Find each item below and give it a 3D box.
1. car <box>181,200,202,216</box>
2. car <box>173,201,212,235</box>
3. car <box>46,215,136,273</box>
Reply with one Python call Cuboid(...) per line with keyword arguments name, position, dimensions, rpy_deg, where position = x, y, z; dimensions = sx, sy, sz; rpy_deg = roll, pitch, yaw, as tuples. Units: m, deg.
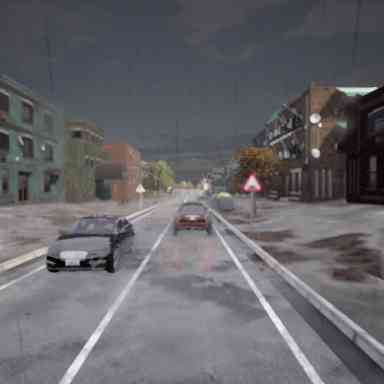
Cuboid(name="car", position=(-0.031, 1.589, 34.575), dimensions=(2.033, 1.411, 5.357), rpy_deg=(0, 0, 0))
Cuboid(name="car", position=(0.027, 1.394, 19.393), dimensions=(2.097, 1.767, 4.553), rpy_deg=(0, 0, 0))
Cuboid(name="car", position=(-3.034, 1.527, 10.885), dimensions=(2.128, 1.511, 4.902), rpy_deg=(0, 0, 0))
